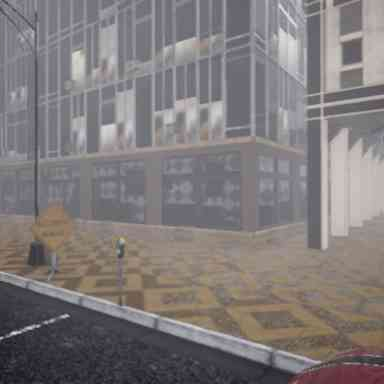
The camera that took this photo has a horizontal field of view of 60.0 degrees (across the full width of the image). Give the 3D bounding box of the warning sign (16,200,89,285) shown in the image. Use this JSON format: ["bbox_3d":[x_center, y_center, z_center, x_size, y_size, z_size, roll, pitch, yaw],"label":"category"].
[{"bbox_3d":[-3.427,1.135,8.240,1.060,1.860,1.300,0,0,36],"label":"warning sign"}]

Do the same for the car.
[{"bbox_3d":[2.187,1.437,1.315,4.097,1.590,1.967,0,0,36],"label":"car"}]
